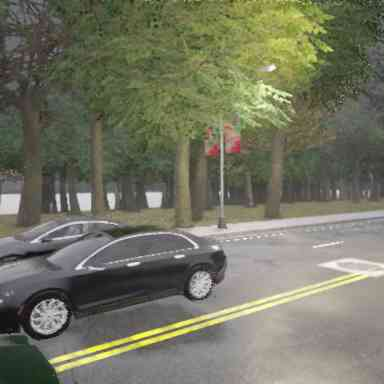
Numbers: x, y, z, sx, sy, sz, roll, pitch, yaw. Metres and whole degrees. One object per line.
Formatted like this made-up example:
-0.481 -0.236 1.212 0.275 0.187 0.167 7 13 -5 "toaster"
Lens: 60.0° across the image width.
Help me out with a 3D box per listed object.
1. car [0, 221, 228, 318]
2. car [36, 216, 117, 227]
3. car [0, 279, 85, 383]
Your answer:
-1.484 1.479 6.604 4.892 1.490 1.837 -1 0 -35 "car"
-3.442 1.467 9.200 4.902 1.511 2.128 -1 0 -35 "car"
-2.919 1.619 1.368 4.718 1.301 1.895 -1 0 -35 "car"
